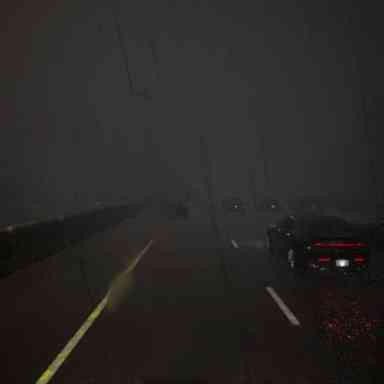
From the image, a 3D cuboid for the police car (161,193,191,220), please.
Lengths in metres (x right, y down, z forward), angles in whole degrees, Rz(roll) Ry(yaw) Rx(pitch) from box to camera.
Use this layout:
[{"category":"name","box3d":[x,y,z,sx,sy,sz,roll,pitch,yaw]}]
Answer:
[{"category":"police car","box3d":[-1.219,1.160,25.188,1.930,1.638,5.238,0,1,0]}]

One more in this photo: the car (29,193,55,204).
[{"category":"car","box3d":[-21.063,0.820,46.757,1.882,1.535,5.008,0,1,0]}]

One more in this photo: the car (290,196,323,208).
[{"category":"car","box3d":[10.607,1.147,31.031,1.837,1.490,4.892,0,1,0]}]

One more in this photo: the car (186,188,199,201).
[{"category":"car","box3d":[0.015,0.346,57.937,2.150,2.045,5.566,0,1,0]}]

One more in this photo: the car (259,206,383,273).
[{"category":"car","box3d":[3.603,1.423,10.387,1.837,1.490,4.892,0,1,0]}]

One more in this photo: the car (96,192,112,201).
[{"category":"car","box3d":[-14.048,0.699,53.665,2.128,1.511,4.902,0,1,0]}]

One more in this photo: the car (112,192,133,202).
[{"category":"car","box3d":[-10.552,0.780,52.412,2.033,1.411,5.357,0,1,0]}]

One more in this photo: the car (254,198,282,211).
[{"category":"car","box3d":[7.107,1.203,31.158,1.994,1.385,4.181,0,1,0]}]

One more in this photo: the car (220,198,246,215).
[{"category":"car","box3d":[3.607,1.208,29.907,2.033,1.411,5.357,0,1,0]}]

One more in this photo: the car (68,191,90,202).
[{"category":"car","box3d":[-17.553,0.598,51.719,2.097,1.767,4.553,0,1,0]}]

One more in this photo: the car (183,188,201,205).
[{"category":"car","box3d":[0.020,0.616,44.076,2.150,2.045,5.566,0,1,0]}]
